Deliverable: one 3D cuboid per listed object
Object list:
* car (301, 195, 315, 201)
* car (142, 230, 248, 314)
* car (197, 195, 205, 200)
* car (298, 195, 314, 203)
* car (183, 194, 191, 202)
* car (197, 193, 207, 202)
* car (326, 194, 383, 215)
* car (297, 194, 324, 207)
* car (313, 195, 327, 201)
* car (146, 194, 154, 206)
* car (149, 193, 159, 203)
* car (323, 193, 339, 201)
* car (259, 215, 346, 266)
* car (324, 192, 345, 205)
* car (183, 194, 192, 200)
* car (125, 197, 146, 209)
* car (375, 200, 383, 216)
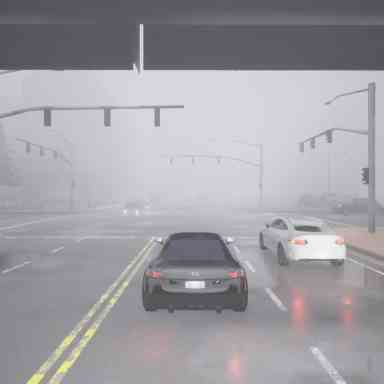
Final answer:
[{"bbox_3d":[27.907,1.395,79.958,1.970,1.475,3.806,0,0,0],"label":"car"},{"bbox_3d":[0.066,1.564,7.725,1.994,1.385,4.181,0,0,0],"label":"car"},{"bbox_3d":[2.334,1.378,86.079,1.994,1.385,4.181,0,0,0],"label":"car"},{"bbox_3d":[22.186,1.395,64.838,1.970,1.475,3.806,0,0,0],"label":"car"},{"bbox_3d":[-1.105,1.593,76.985,1.895,1.301,4.718,0,0,0],"label":"car"},{"bbox_3d":[2.395,1.223,77.011,2.150,2.045,5.566,0,0,0],"label":"car"},{"bbox_3d":[16.350,1.352,33.180,4.553,1.767,2.097,0,0,1],"label":"car"},{"bbox_3d":[16.640,1.153,47.408,1.932,1.855,4.605,0,0,0],"label":"car"},{"bbox_3d":[30.802,1.364,79.966,1.784,1.438,3.905,0,0,0],"label":"car"},{"bbox_3d":[-8.051,1.526,55.689,1.812,1.442,4.674,0,0,0],"label":"car"},{"bbox_3d":[-8.053,1.221,69.051,2.150,2.045,5.566,0,0,0],"label":"car"},{"bbox_3d":[33.485,1.153,80.025,1.932,1.855,4.605,0,0,0],"label":"car"},{"bbox_3d":[3.581,1.526,11.385,1.812,1.442,4.674,0,0,0],"label":"car"},{"bbox_3d":[19.534,1.156,47.363,1.905,1.878,3.866,0,0,0],"label":"car"},{"bbox_3d":[-1.166,1.351,86.056,2.128,1.511,4.902,0,0,0],"label":"car"},{"bbox_3d":[-7.999,1.478,46.156,1.882,1.535,5.008,0,0,0],"label":"car"},{"bbox_3d":[19.147,1.601,29.649,4.718,1.301,1.895,0,0,1],"label":"car"}]
